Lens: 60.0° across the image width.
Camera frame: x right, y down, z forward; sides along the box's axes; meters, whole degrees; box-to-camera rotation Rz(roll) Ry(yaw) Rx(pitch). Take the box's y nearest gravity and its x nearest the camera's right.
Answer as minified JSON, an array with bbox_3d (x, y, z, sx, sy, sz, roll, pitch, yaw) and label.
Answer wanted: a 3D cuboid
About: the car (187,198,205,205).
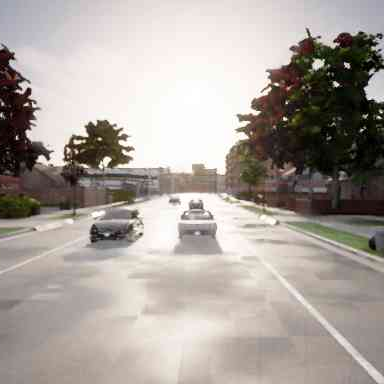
[{"bbox_3d":[0.473,1.434,38.075,2.033,1.411,5.357,0,0,0],"label":"car"}]

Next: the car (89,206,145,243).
[{"bbox_3d":[-3.444,1.490,15.971,1.837,1.490,4.892,0,0,1],"label":"car"}]

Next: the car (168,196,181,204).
[{"bbox_3d":[-2.973,1.317,57.519,1.994,1.385,4.181,0,0,1],"label":"car"}]

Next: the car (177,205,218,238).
[{"bbox_3d":[0.264,1.584,17.430,1.895,1.301,4.718,0,0,0],"label":"car"}]
